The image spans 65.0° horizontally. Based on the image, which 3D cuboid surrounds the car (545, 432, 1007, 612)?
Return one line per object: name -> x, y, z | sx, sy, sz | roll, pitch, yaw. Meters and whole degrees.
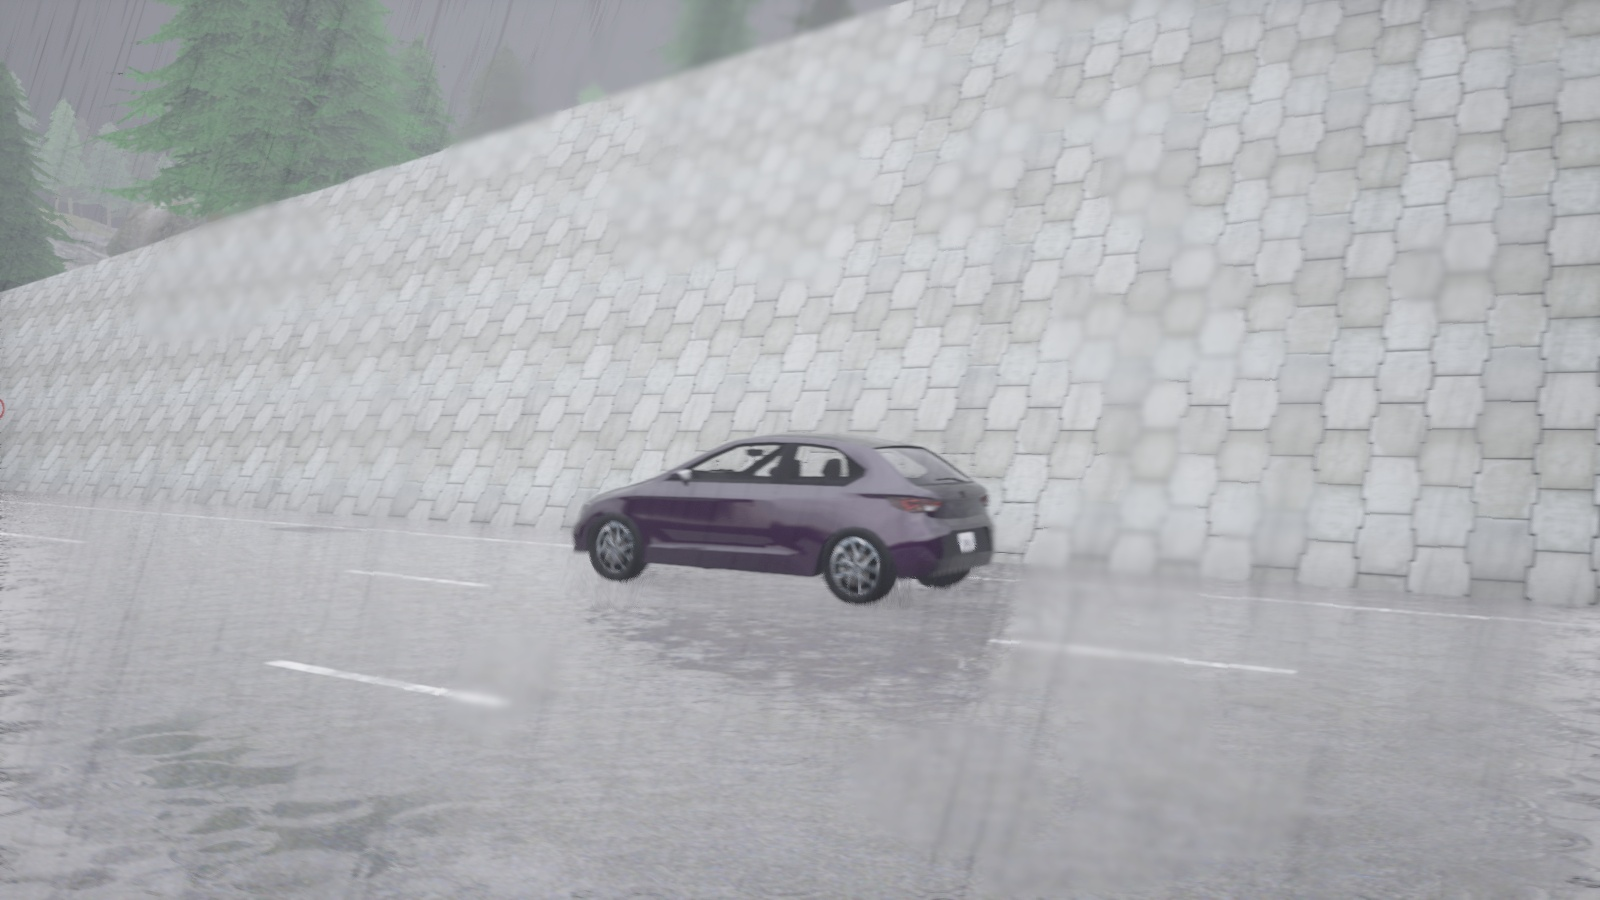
car -> -0.305, 0.581, 12.229 | 4.193, 1.474, 1.816 | 0, 1, 34
